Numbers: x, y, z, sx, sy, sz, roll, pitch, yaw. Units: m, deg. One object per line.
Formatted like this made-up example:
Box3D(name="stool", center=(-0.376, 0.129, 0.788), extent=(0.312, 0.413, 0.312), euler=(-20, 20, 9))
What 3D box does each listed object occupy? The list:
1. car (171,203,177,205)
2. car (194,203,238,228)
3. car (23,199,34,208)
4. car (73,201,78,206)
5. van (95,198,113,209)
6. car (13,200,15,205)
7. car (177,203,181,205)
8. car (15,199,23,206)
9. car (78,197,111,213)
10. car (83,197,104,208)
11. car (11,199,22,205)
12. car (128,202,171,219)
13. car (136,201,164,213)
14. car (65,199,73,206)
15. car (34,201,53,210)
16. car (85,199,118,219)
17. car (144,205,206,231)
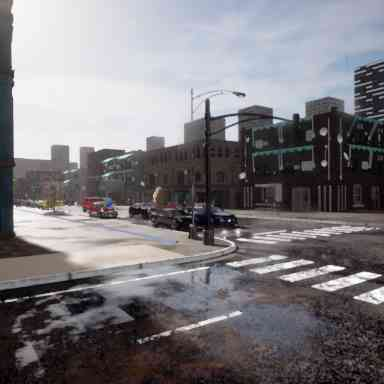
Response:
Box3D(name="car", center=(-2.398, 1.904, 39.369), extent=(1.802, 1.307, 4.206), euler=(-2, 0, -35))
Box3D(name="car", center=(1.366, 1.776, 24.066), extent=(1.994, 1.385, 4.181), euler=(-1, 0, -35))
Box3D(name="car", center=(-31.647, 2.377, 66.125), extent=(2.008, 1.369, 4.403), euler=(-1, 0, -35))
Box3D(name="car", center=(-21.610, 2.228, 66.458), extent=(1.887, 1.381, 4.507), euler=(-1, 0, -35))
Box3D(name="van", center=(-15.211, 1.907, 57.428), extent=(1.690, 1.788, 3.998), euler=(-1, 0, -35))
Box3D(name="car", center=(-41.252, 2.549, 79.670), extent=(2.008, 1.369, 4.403), euler=(-1, 0, -35))
Box3D(name="car", center=(0.803, 1.810, 34.854), extent=(2.008, 1.369, 4.403), euler=(-2, 0, -35))
Box3D(name="car", center=(-38.053, 2.381, 75.154), extent=(1.967, 1.590, 4.097), euler=(-1, 0, -35))
Box3D(name="car", center=(-12.773, 1.713, 44.034), extent=(2.150, 2.045, 5.566), euler=(-1, 0, -35))
Box3D(name="car", center=(-18.414, 1.940, 61.943), extent=(2.192, 1.841, 5.009), euler=(-1, 0, -35))
Box3D(name="car", center=(-44.454, 2.599, 84.184), extent=(1.887, 1.381, 4.507), euler=(-1, 0, -35))
Box3D(name="car", center=(-4.522, 1.820, 32.366), extent=(2.128, 1.511, 4.902), euler=(-1, 0, -35))
Box3D(name="car", center=(-5.599, 1.966, 43.884), extent=(1.802, 1.307, 4.206), euler=(-2, 0, -35))
Box3D(name="car", center=(-28.014, 2.365, 75.489), extent=(1.947, 1.339, 4.313), euler=(-1, 0, -35))
Box3D(name="car", center=(-25.145, 2.233, 56.956), extent=(1.752, 1.417, 4.829), euler=(-1, 0, -35))
Box3D(name="car", center=(-9.236, 1.847, 34.519), extent=(1.967, 1.590, 4.097), euler=(-1, 0, -35))
Box3D(name="car", center=(-1.305, 1.815, 23.130), extent=(1.947, 1.339, 4.313), euler=(-1, 0, -35))
